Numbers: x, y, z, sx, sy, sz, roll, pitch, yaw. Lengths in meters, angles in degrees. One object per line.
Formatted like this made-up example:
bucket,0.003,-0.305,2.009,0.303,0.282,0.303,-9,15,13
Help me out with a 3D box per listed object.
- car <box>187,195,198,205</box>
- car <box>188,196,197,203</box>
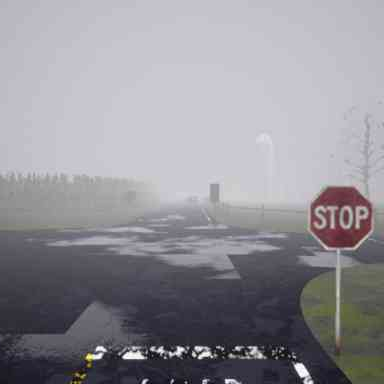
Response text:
car,0.127,1.379,61.169,2.097,1.767,4.553,0,0,1
car,0.081,1.564,71.221,1.895,1.301,4.718,0,0,0
